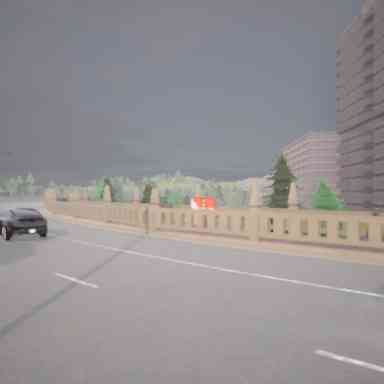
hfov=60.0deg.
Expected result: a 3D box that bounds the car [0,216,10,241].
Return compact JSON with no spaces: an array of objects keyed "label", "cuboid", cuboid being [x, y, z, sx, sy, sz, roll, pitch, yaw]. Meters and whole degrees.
[{"label":"car","cuboid":[-7.896,1.561,11.025,4.674,1.442,1.812,0,0,44]}]

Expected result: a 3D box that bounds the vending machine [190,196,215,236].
[{"label":"vending machine","cuboid":[0.583,1.276,18.341,0.880,2.100,1.100,0,0,43]}]

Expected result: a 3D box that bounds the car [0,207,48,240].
[{"label":"car","cuboid":[-9.084,1.565,17.274,1.837,1.490,4.892,0,0,-43]}]
